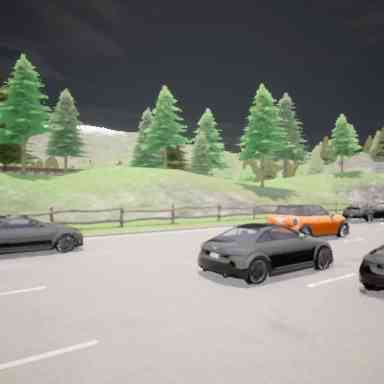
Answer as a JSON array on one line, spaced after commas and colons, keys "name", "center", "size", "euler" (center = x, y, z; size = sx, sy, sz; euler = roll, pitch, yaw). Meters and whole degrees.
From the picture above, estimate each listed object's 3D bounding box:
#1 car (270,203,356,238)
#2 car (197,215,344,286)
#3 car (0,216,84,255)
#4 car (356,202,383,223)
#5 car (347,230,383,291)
[{"name": "car", "center": [5.761, 1.400, 16.449], "size": [4.553, 1.767, 2.097], "euler": [0, 0, -35]}, {"name": "car", "center": [2.207, 1.589, 9.617], "size": [4.181, 1.385, 1.994], "euler": [0, 0, -35]}, {"name": "car", "center": [-6.196, 1.566, 12.224], "size": [4.181, 1.385, 1.994], "euler": [0, 0, -35]}, {"name": "car", "center": [14.085, 1.588, 26.680], "size": [4.902, 1.511, 2.128], "euler": [0, 0, -35]}, {"name": "car", "center": [5.831, 1.598, 7.902], "size": [4.181, 1.385, 1.994], "euler": [0, 0, -35]}]
